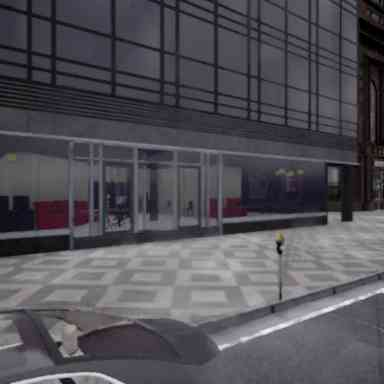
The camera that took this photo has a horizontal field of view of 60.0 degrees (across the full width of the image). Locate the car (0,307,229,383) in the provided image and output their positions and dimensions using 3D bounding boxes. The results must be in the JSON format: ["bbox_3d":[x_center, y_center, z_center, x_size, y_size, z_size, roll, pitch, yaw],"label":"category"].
[{"bbox_3d":[-1.691,1.546,1.766,4.403,1.369,2.008,0,0,-35],"label":"car"}]
